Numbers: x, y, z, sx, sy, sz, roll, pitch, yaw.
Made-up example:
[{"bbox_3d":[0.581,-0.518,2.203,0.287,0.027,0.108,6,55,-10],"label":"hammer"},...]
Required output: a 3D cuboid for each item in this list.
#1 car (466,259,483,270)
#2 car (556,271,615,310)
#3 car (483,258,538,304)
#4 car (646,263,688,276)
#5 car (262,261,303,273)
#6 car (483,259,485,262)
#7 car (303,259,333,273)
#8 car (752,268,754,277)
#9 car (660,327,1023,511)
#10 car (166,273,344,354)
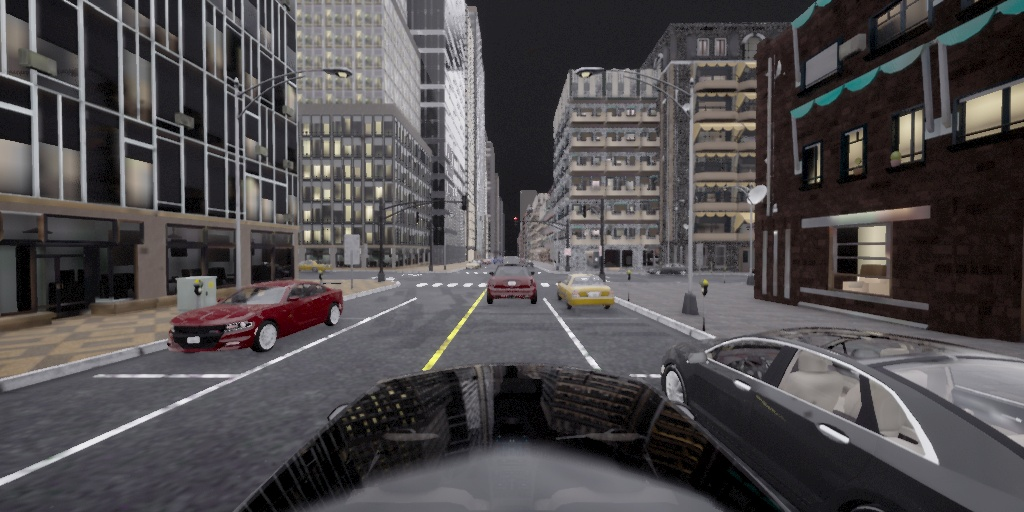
[{"bbox_3d":[-5.691,1.263,52.178,1.751,1.417,4.829,0,0,0],"label":"car"},{"bbox_3d":[2.819,1.270,14.563,1.751,1.417,4.829,0,0,0],"label":"car"},{"bbox_3d":[0.000,1.111,16.472,2.097,1.767,4.553,0,0,0],"label":"car"},{"bbox_3d":[16.309,1.371,37.532,4.403,1.370,2.007,0,0,1],"label":"car"},{"bbox_3d":[-20.286,1.199,29.696,4.403,1.370,2.007,0,0,1],"label":"car"},{"bbox_3d":[-5.691,1.303,58.002,1.948,1.339,4.313,0,0,0],"label":"car"},{"bbox_3d":[-21.667,1.025,38.030,4.829,1.417,1.751,0,0,1],"label":"car"},{"bbox_3d":[21.716,1.571,29.076,4.313,1.339,1.948,0,0,1],"label":"car"},{"bbox_3d":[2.819,1.298,3.104,2.007,1.370,4.403,0,0,0],"label":"car"},{"bbox_3d":[-5.821,1.291,8.806,1.888,1.381,4.507,0,0,0],"label":"car"}]
